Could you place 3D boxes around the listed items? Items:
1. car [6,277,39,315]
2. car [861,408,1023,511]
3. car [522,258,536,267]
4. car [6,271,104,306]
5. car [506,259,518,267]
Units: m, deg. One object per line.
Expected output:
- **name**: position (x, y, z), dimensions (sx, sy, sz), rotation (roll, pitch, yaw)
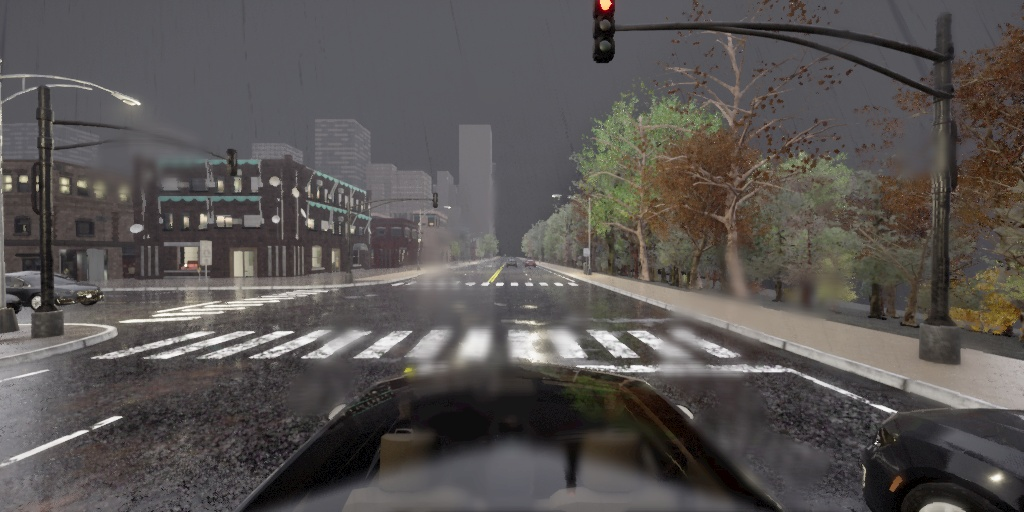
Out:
- **car**: position (-19.972, 1.565, 12.443), dimensions (4.313, 1.339, 1.948), rotation (0, 0, 0)
- **car**: position (3.353, 1.255, 0.450), dimensions (1.837, 1.490, 4.892), rotation (0, 0, 0)
- **car**: position (3.207, 1.252, 63.382), dimensions (1.812, 1.442, 4.674), rotation (0, 0, 0)
- **car**: position (-20.314, 1.480, 15.147), dimensions (4.892, 1.490, 1.837), rotation (-1, 1, 0)
- **car**: position (-0.044, 1.231, 63.068), dimensions (1.837, 1.490, 4.892), rotation (0, 0, 0)
